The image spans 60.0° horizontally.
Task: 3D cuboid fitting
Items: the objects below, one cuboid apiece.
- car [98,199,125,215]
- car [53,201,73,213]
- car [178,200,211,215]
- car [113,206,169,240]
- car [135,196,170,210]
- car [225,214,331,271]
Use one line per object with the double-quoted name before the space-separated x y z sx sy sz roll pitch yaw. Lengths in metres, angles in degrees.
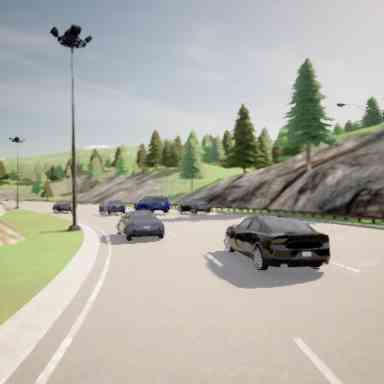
"car" -9.275 1.678 38.438 2.097 1.767 4.553 -1 0 -31
"car" -17.492 1.986 44.957 2.128 1.511 4.902 -1 0 -33
"car" 0.182 1.650 36.720 2.128 1.511 4.902 -1 0 -31
"car" -2.848 1.691 17.929 1.994 1.385 4.181 -1 0 -19
"car" -4.578 1.466 38.007 2.150 2.045 5.566 0 -1 -34
"car" 2.543 1.483 11.085 1.882 1.535 5.008 0 0 -10
